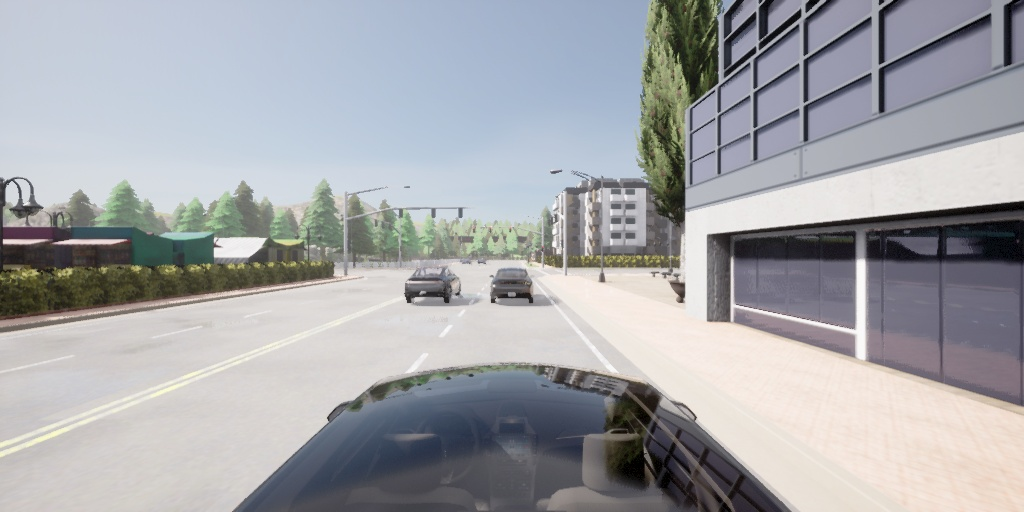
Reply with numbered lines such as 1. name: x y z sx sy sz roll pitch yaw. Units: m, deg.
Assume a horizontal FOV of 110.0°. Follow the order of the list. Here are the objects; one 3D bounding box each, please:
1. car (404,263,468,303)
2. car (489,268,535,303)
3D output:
1. car: -3.500 1.243 16.500 2.128 1.511 4.902 0 0 0
2. car: 0.000 1.264 16.500 1.837 1.490 4.892 0 0 0
